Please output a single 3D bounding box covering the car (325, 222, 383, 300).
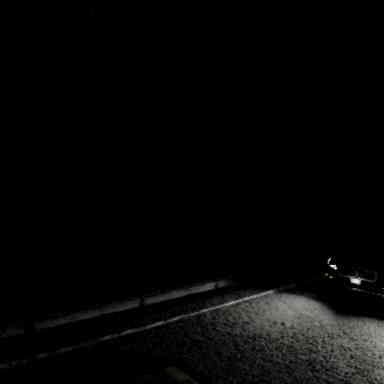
[{"bbox_3d":[5.124,1.498,8.033,4.892,1.490,1.837,0,0,-38],"label":"car"}]
